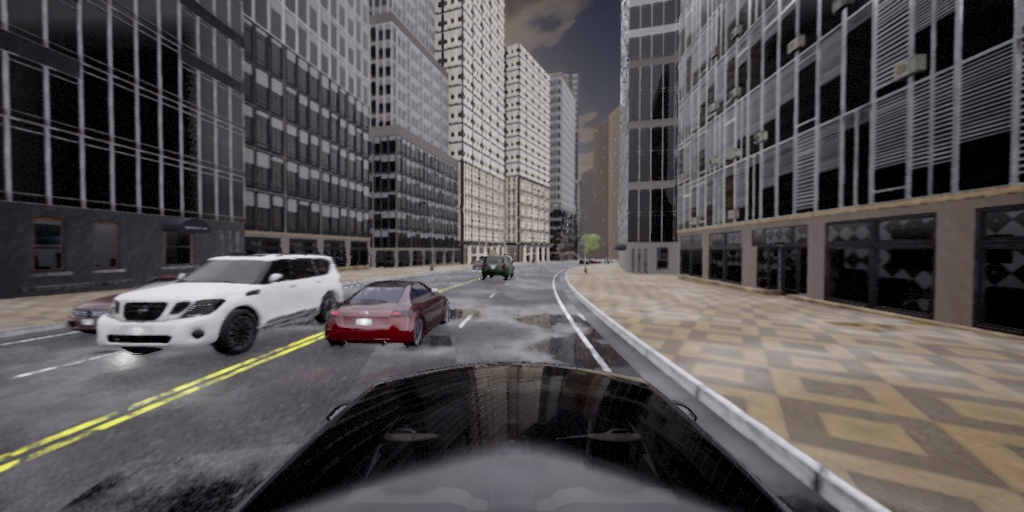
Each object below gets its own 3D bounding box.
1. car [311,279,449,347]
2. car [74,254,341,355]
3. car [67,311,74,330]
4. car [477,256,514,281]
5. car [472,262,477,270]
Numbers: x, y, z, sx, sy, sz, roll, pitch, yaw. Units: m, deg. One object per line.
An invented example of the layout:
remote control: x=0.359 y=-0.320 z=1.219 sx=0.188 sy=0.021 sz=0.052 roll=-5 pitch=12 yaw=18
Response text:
car: x=-2.942 y=1.307 z=9.299 sx=1.994 sy=1.385 sz=4.181 roll=0 pitch=0 yaw=2
car: x=-6.426 y=0.954 z=8.998 sx=2.150 sy=2.045 sz=5.566 roll=0 pitch=0 yaw=2
car: x=-9.603 y=1.248 z=10.537 sx=1.812 sy=1.442 sz=4.674 roll=0 pitch=0 yaw=3
car: x=-1.167 y=0.986 z=31.039 sx=2.150 sy=2.045 sz=5.566 roll=0 pitch=0 yaw=7
car: x=-4.318 y=1.282 z=51.898 sx=1.812 sy=1.442 sz=4.674 roll=0 pitch=0 yaw=13
